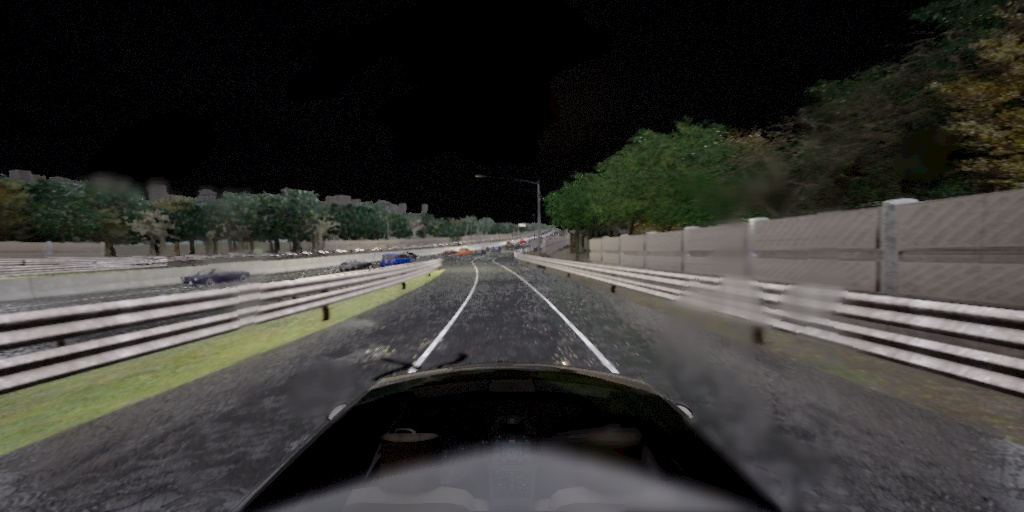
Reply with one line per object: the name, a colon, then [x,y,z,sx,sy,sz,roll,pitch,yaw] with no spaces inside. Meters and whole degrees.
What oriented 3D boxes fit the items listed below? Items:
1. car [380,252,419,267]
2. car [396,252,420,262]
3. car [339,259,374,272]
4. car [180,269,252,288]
car: [-14.354,0.661,45.122,2.150,2.045,5.566,0,3,12]
car: [-17.929,0.083,62.130,1.837,1.490,4.892,0,3,12]
car: [-18.441,1.096,42.673,2.128,1.511,4.902,0,3,12]
car: [-24.615,1.745,30.127,1.895,1.301,4.718,0,3,12]
